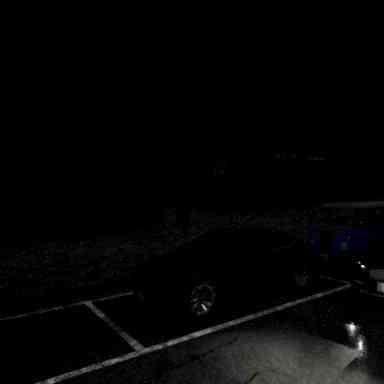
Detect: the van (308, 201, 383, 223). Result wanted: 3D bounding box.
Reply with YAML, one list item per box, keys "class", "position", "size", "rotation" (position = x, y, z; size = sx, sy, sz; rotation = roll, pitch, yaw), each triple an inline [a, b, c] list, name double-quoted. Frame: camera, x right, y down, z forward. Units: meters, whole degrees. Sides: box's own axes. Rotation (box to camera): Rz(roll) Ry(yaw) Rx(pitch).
- class: "van"
  position: [5.327, 1.184, 10.351]
  size: [3.998, 1.788, 1.690]
  rotation: [-1, 1, -35]

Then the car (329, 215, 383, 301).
- class: "car"
  position: [5.386, 1.363, 7.141]
  size: [4.902, 1.511, 2.128]
  rotation: [-1, 1, -35]

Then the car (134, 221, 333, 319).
- class: "car"
  position: [0.875, 1.489, 7.236]
  size: [4.313, 1.339, 1.947]
  rotation: [-1, 1, -35]
